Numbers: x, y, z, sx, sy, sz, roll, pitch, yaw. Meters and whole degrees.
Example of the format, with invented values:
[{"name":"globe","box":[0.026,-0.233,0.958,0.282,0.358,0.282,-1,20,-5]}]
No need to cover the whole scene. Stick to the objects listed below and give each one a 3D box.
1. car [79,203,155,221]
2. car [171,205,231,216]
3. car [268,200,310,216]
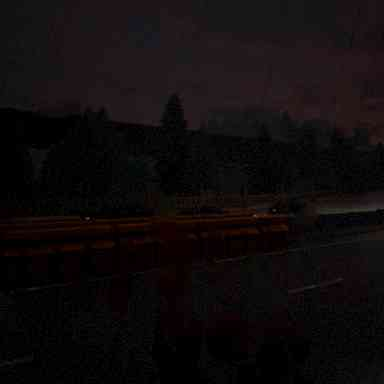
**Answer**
[{"name":"car","box":[-4.843,1.504,21.834,4.892,1.490,1.837,0,0,-34]},{"name":"car","box":[0.558,1.564,21.252,4.181,1.385,1.994,0,0,-34]},{"name":"car","box":[9.099,1.417,31.212,4.181,1.385,1.994,-2,1,-34]}]
